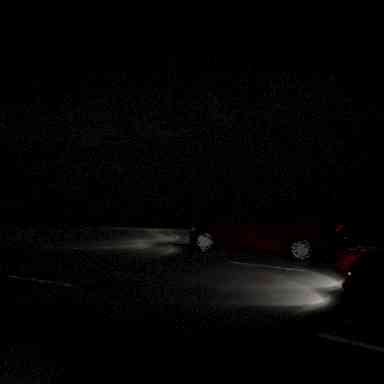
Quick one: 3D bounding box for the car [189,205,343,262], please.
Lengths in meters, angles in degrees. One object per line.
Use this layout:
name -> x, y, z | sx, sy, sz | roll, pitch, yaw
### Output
car -> 2.268, 1.176, 10.820 | 5.008, 1.535, 1.882 | 0, 1, 29

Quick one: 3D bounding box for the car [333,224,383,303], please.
car -> 5.220, 1.340, 4.914 | 5.357, 1.411, 2.033 | 0, 2, 37
